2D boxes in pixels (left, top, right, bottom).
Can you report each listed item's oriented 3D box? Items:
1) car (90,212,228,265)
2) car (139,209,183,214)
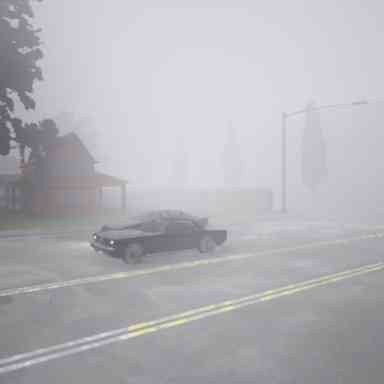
[{"bbox_3d":[-1.067,1.594,11.817,4.718,1.301,1.895,0,0,-35],"label":"car"},{"bbox_3d":[-1.578,1.538,15.748,5.357,1.411,2.033,0,0,-35],"label":"car"}]
